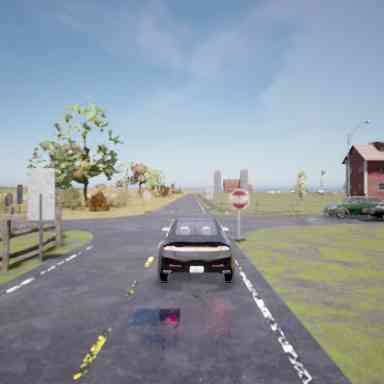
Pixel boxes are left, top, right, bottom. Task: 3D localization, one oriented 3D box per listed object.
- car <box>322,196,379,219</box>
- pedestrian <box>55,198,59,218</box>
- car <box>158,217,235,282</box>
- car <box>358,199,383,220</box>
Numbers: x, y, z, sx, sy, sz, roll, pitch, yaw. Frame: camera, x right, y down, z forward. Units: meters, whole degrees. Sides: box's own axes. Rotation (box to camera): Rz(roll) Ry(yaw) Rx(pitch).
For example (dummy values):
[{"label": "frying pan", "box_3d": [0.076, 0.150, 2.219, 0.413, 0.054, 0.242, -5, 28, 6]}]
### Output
[{"label": "car", "box_3d": [12.728, 1.115, 26.146, 4.553, 1.767, 2.097, -1, 1, 0]}, {"label": "pedestrian", "box_3d": [-12.143, 1.389, 29.378, 0.375, 1.860, 0.375, 0, 1, 0]}, {"label": "car", "box_3d": [0.104, 1.482, 9.718, 2.128, 1.511, 4.902, 0, 0, 0]}, {"label": "car", "box_3d": [14.668, 1.361, 23.325, 4.718, 1.301, 1.895, -1, 1, 2]}]
